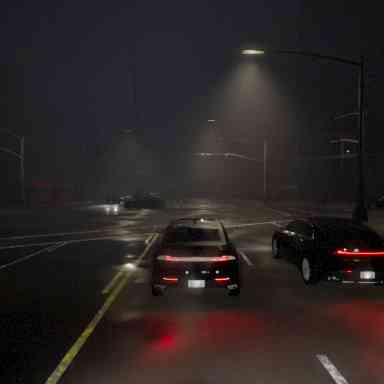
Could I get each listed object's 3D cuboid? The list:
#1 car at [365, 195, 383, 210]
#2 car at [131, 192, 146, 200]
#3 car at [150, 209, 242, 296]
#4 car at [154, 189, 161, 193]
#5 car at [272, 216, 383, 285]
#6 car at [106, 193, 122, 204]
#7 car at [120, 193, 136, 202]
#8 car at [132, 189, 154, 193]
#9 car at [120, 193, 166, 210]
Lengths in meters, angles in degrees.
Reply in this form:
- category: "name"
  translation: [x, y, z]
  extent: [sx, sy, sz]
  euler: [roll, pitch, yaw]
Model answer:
- category: "car"
  translation: [19.288, 1.037, 33.431]
  extent: [4.892, 1.490, 1.837]
  euler: [0, 1, 0]
- category: "car"
  translation: [-10.715, 0.815, 66.453]
  extent: [2.128, 1.511, 4.902]
  euler: [0, 0, 0]
- category: "car"
  translation: [0.074, 1.409, 8.413]
  extent: [2.128, 1.511, 4.902]
  euler: [0, 1, 0]
- category: "car"
  translation: [-7.216, 0.572, 57.484]
  extent: [2.150, 2.045, 5.566]
  euler: [0, 0, 0]
- category: "car"
  translation: [3.578, 1.415, 9.209]
  extent: [1.837, 1.490, 4.892]
  euler: [0, 1, 0]
- category: "car"
  translation: [-10.702, 0.898, 46.785]
  extent: [2.128, 1.511, 4.902]
  euler: [0, 0, 0]
- category: "car"
  translation: [-10.722, 0.881, 56.050]
  extent: [1.812, 1.442, 4.674]
  euler: [0, 0, 0]
- category: "car"
  translation: [-7.191, 0.626, 47.450]
  extent: [2.150, 2.045, 5.566]
  euler: [0, 0, 1]
- category: "car"
  translation: [-4.745, 1.119, 33.569]
  extent: [4.181, 1.385, 1.994]
  euler: [0, 1, 0]
